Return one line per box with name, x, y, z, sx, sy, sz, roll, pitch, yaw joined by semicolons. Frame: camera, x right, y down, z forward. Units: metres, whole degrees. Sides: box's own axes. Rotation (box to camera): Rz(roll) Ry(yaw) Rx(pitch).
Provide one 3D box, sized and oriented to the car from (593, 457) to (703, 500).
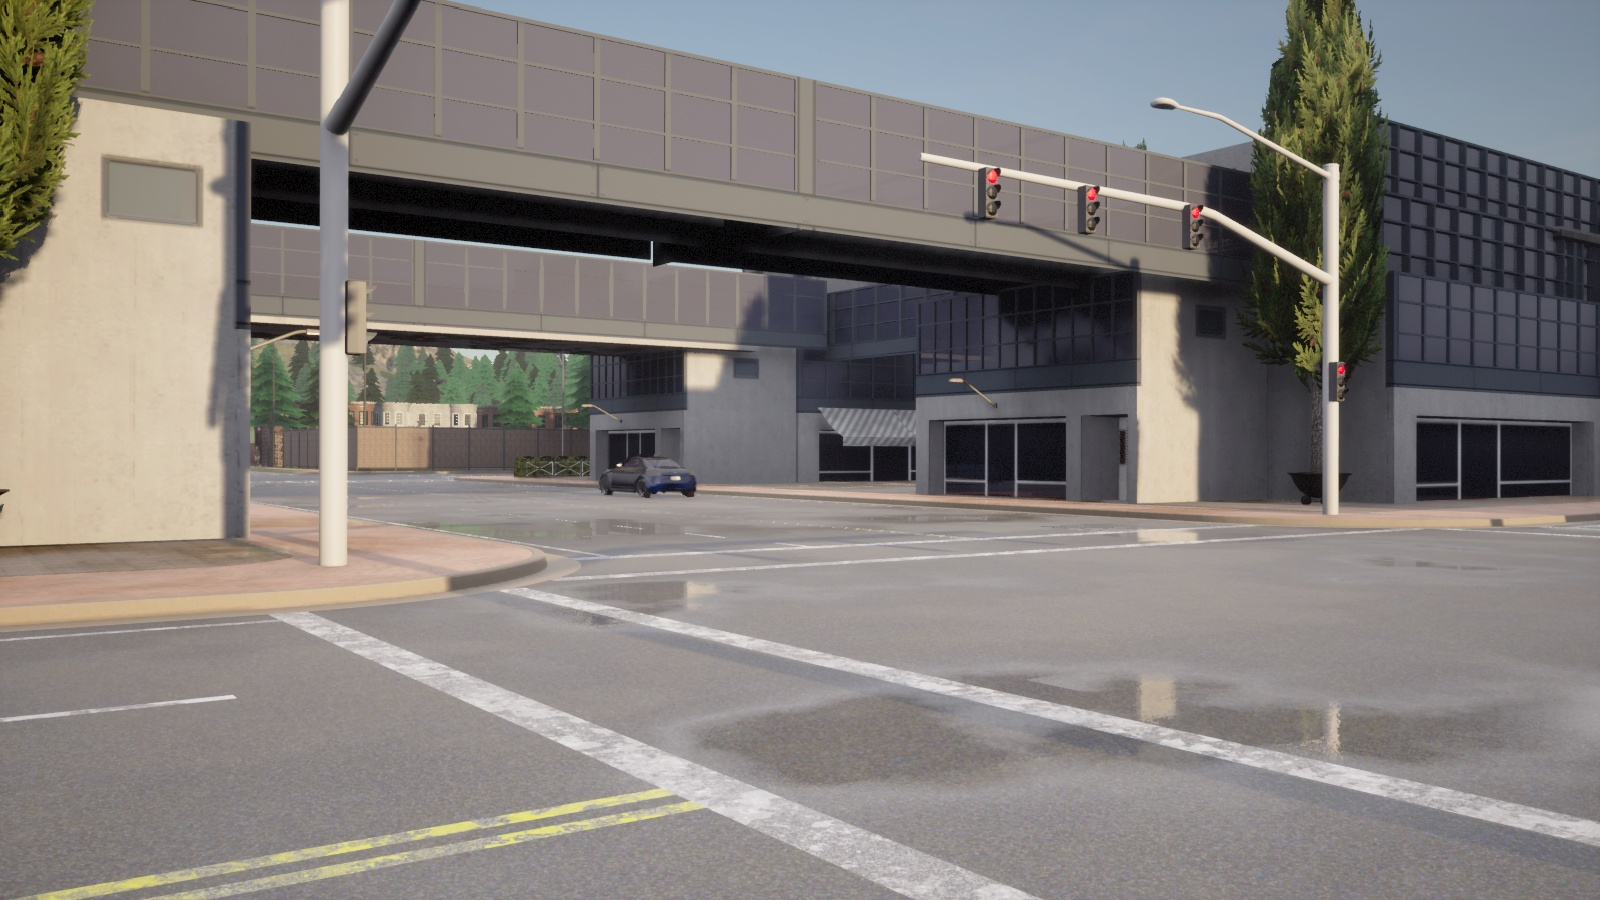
car;-5.266;0.925;43.031;1.994;1.385;4.181;0;0;-35
